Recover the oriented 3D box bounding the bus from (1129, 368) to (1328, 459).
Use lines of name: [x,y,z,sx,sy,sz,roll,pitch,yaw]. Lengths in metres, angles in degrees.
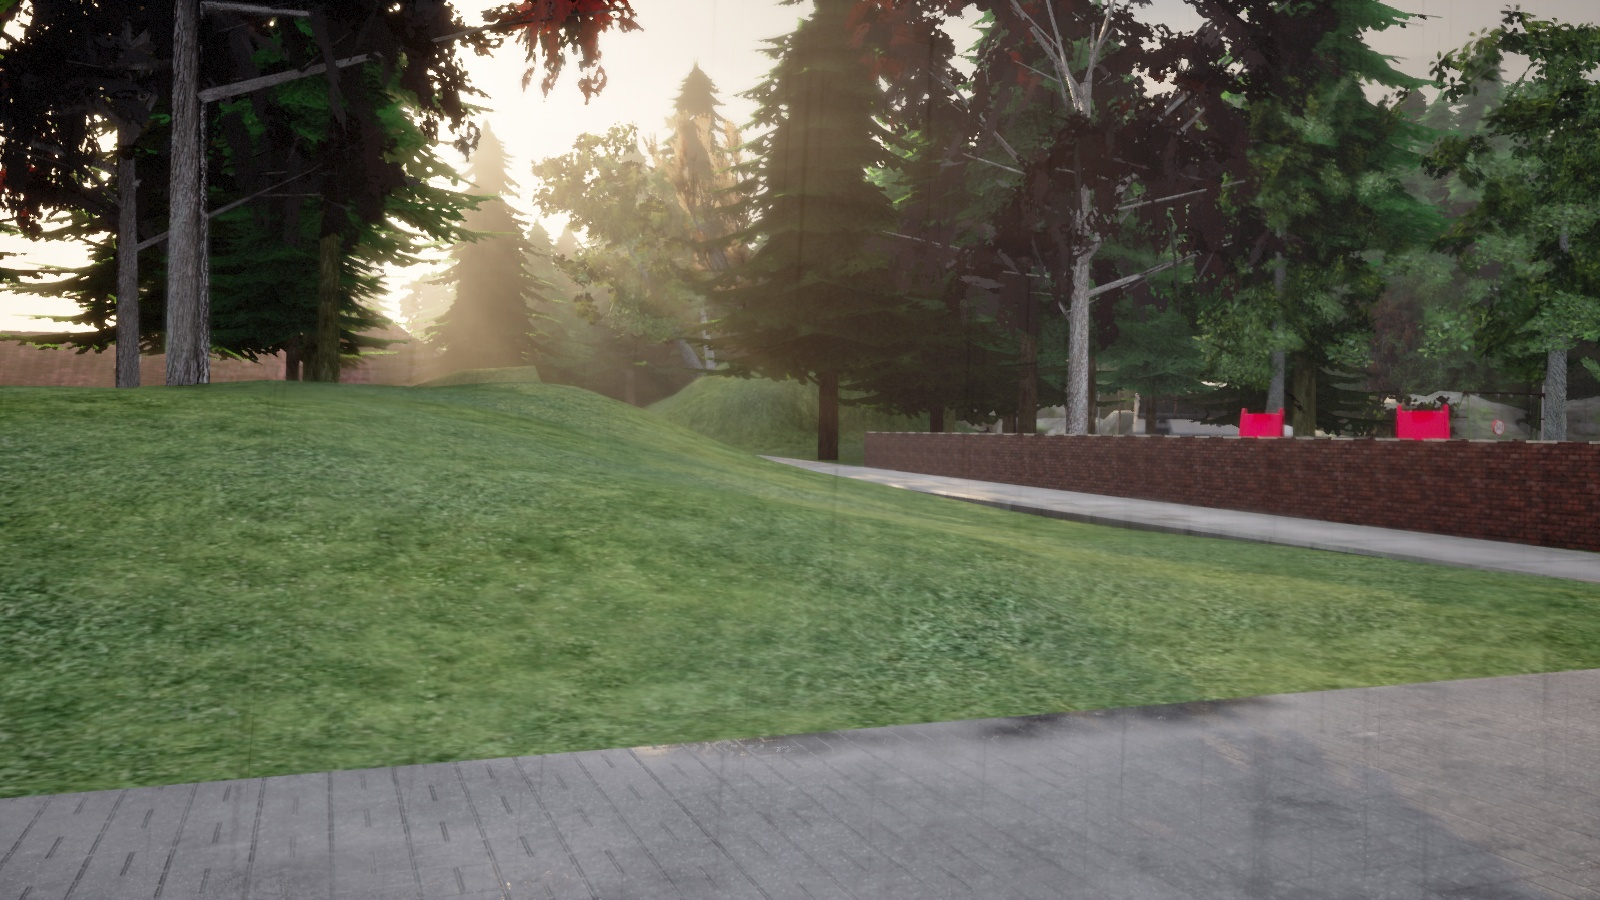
bus: [21.601,-1.858,64.244,3.944,4.253,10.273,-1,2,-21]
